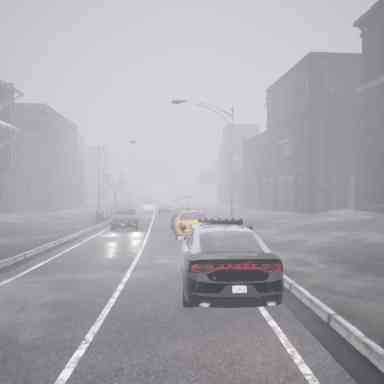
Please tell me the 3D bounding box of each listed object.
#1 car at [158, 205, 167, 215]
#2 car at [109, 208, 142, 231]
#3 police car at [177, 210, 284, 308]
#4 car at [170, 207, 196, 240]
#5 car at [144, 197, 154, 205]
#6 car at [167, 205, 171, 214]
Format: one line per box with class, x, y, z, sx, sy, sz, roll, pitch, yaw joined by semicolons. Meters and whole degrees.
car;-3.802;2.454;47.031;1.895;1.301;4.718;0;0;-5
car;-4.587;1.884;23.399;1.837;1.490;4.892;0;-2;-6
police car;0.676;1.465;8.198;1.930;1.638;5.238;0;-1;-3
car;-0.073;1.671;18.373;1.801;1.575;5.366;0;-1;-5
car;-9.368;1.903;72.236;2.128;1.511;4.902;0;2;-6
car;-0.642;1.859;24.191;1.882;1.535;5.008;0;-2;-6
